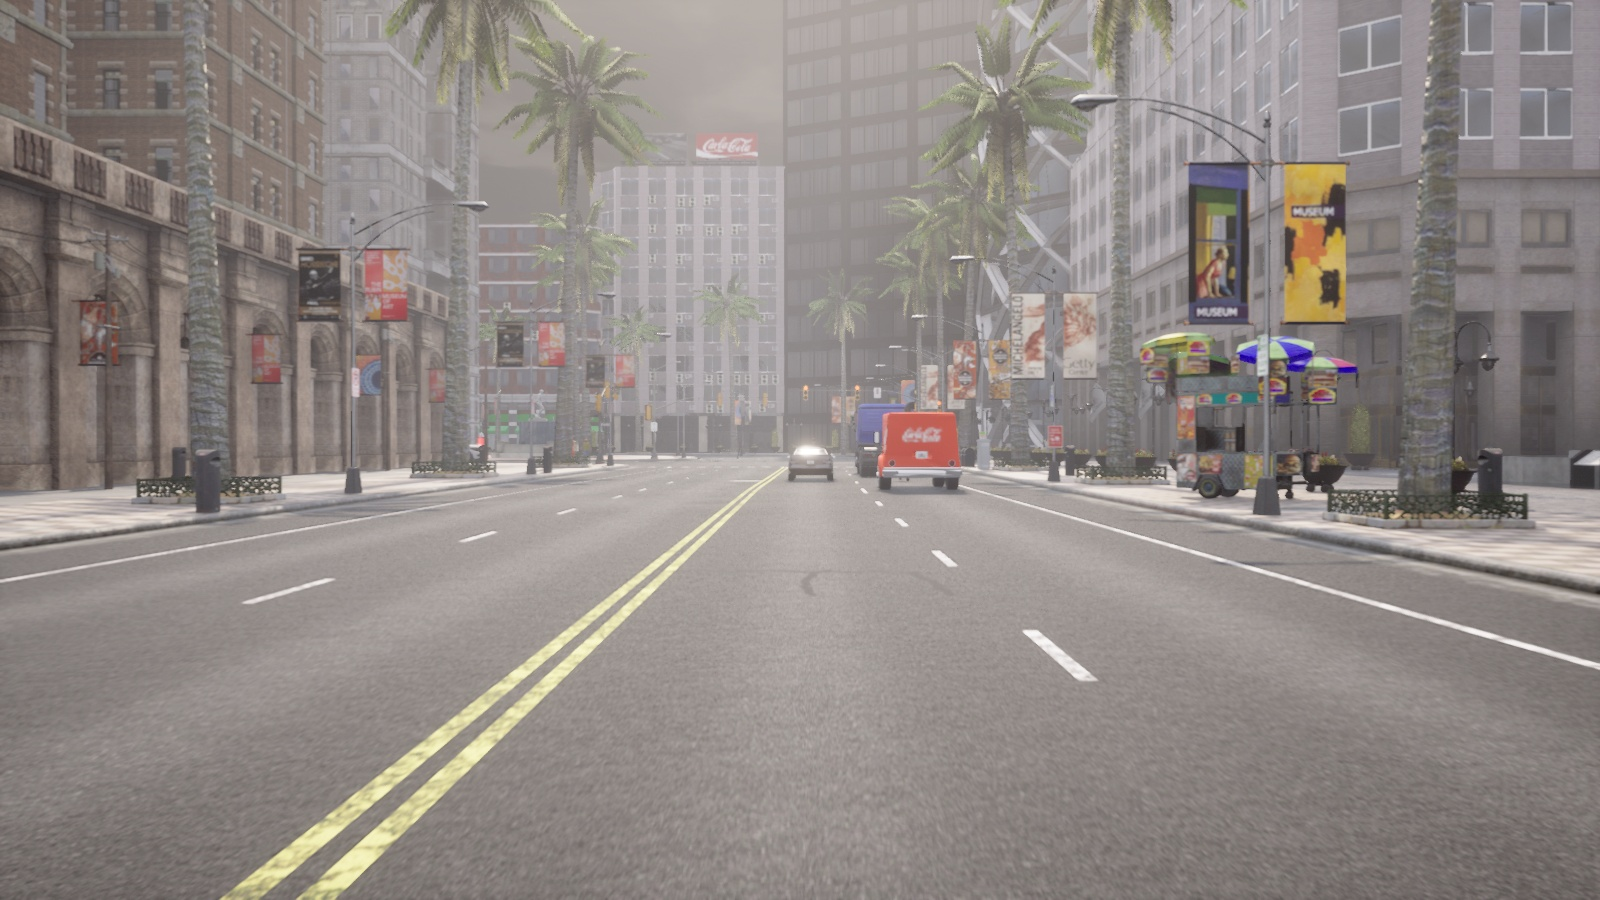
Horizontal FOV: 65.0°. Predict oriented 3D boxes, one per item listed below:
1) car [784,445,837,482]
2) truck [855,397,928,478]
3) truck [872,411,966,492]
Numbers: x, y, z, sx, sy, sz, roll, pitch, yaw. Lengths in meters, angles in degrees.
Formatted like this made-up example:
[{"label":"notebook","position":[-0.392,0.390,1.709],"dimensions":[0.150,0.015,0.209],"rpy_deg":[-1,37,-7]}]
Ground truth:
[{"label":"car","position":[0.446,0.509,50.598],"dimensions":[2.033,1.411,5.357],"rpy_deg":[0,0,1]},{"label":"truck","position":[4.068,-0.557,57.705],"dimensions":[2.891,3.462,7.936],"rpy_deg":[0,0,1]},{"label":"truck","position":[3.768,0.033,40.839],"dimensions":[2.627,2.467,5.204],"rpy_deg":[0,0,1]}]
